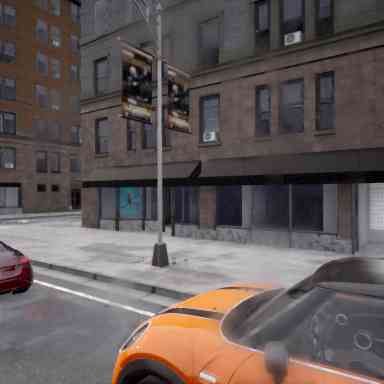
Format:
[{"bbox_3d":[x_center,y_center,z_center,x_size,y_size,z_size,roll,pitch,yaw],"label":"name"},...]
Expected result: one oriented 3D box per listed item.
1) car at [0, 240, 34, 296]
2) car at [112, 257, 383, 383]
[{"bbox_3d":[-5.482,1.564,7.582,4.181,1.385,1.994,0,0,36],"label":"car"},{"bbox_3d":[1.457,1.352,2.647,4.553,1.767,2.097,0,0,36],"label":"car"}]
